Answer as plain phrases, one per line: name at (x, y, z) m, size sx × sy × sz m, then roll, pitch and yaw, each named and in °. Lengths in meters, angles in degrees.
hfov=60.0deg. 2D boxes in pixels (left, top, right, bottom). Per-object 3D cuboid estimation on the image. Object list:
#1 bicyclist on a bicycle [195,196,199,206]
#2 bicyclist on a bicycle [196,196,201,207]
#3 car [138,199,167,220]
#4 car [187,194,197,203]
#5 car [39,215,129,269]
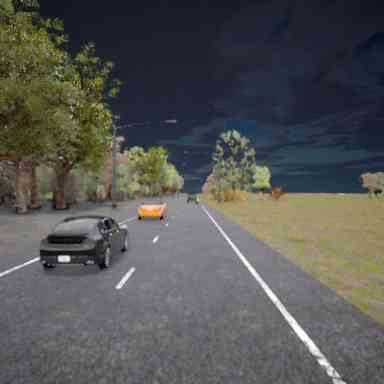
bicyclist on a bicycle at (0.945, 1.548, 60.265) m, size 0.659 × 1.776 × 1.843 m, roll 0°, pitch 0°, yaw 0°
bicyclist on a bicycle at (0.941, 1.588, 51.521) m, size 0.866 × 1.612 × 1.509 m, roll 0°, pitch 0°, yaw 0°
car at (-3.412, 1.438, 29.456) m, size 2.097 × 1.767 × 4.553 m, roll 0°, pitch 0°, yaw 0°
car at (-0.022, 1.440, 77.928) m, size 2.150 × 2.045 × 5.566 m, roll 0°, pitch 0°, yaw 0°
car at (-3.402, 1.538, 11.272) m, size 1.837 × 1.490 × 4.892 m, roll 0°, pitch 0°, yaw 0°
